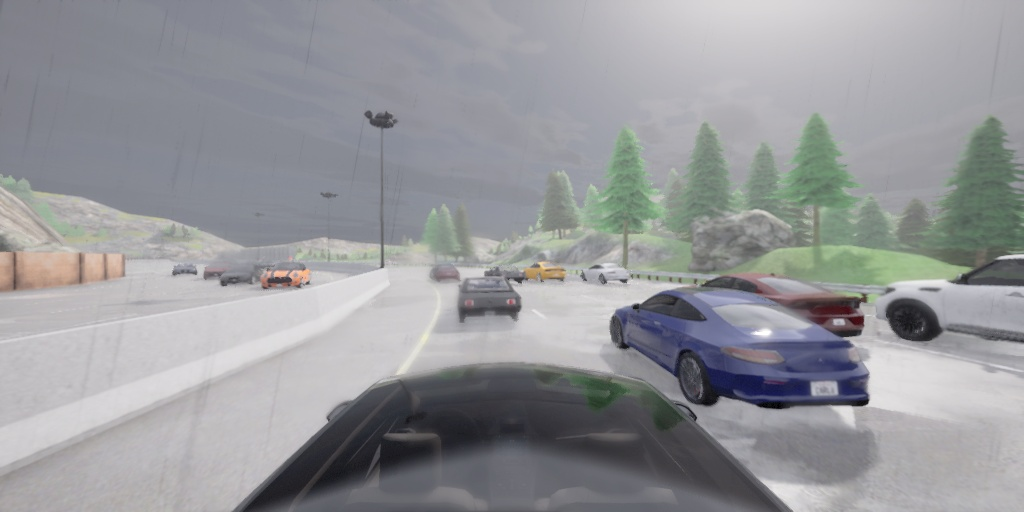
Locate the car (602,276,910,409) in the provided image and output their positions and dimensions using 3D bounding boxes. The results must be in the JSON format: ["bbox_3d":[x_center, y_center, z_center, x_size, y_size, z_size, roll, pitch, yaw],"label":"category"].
[{"bbox_3d":[3.207,1.259,6.134,1.812,1.442,4.674,0,0,-3],"label":"car"}]

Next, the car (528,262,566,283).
[{"bbox_3d":[2.428,1.214,28.007,1.882,1.535,5.008,0,0,-18],"label":"car"}]

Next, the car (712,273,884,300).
[{"bbox_3d":[6.394,1.194,9.746,1.882,1.535,5.008,0,0,-6],"label":"car"}]

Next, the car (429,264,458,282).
[{"bbox_3d":[-5.626,1.342,29.753,1.994,1.385,4.181,0,0,-21],"label":"car"}]

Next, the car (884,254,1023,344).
[{"bbox_3d":[10.200,0.918,6.473,2.150,2.045,5.566,0,0,-4],"label":"car"}]

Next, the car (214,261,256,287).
[{"bbox_3d":[-19.292,1.355,25.893,1.837,1.490,4.892,0,0,-23],"label":"car"}]

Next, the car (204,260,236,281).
[{"bbox_3d":[-26.858,1.367,33.046,1.882,1.535,5.008,0,0,-33],"label":"car"}]

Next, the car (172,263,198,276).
[{"bbox_3d":[-36.471,1.504,40.050,1.994,1.385,4.181,0,0,-42],"label":"car"}]

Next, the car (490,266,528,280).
[{"bbox_3d":[-0.683,1.354,26.508,1.895,1.301,4.718,0,0,-18],"label":"car"}]

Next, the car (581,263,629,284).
[{"bbox_3d":[6.704,1.240,26.106,1.812,1.442,4.674,0,0,-15],"label":"car"}]

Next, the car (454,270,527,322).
[{"bbox_3d":[-0.925,1.355,12.408,1.895,1.301,4.718,0,0,-8],"label":"car"}]

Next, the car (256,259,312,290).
[{"bbox_3d":[-14.667,1.178,23.525,2.097,1.767,4.553,0,0,-20],"label":"car"}]
